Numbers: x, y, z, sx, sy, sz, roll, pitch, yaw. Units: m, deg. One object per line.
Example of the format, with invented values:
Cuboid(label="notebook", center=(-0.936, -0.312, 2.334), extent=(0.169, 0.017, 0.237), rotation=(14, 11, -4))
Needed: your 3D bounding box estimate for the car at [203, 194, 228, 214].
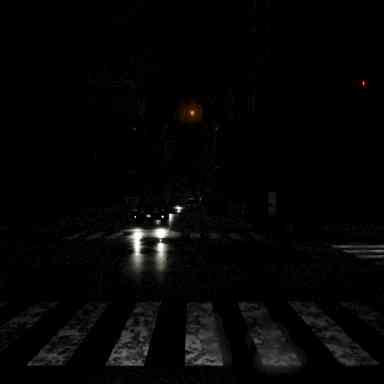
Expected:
Cuboid(label="car", center=(2.678, 1.312, 35.365), extent=(2.192, 1.841, 5.009), rotation=(0, 0, 0))

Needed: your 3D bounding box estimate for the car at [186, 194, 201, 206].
Cuboid(label="car", center=(0.013, 1.542, 55.217), extent=(2.033, 1.411, 5.357), rotation=(0, 0, 0))

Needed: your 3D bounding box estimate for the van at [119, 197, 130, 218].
Cuboid(label="van", center=(-5.431, 1.339, 29.952), extent=(1.690, 1.788, 3.998), rotation=(0, 0, 0))

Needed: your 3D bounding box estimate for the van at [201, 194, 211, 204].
Cuboid(label="van", center=(2.634, 1.334, 62.397), extent=(1.690, 1.788, 3.998), rotation=(0, 0, 0))

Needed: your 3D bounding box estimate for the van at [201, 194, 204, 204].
Cuboid(label="van", center=(2.651, 1.336, 51.584), extent=(1.690, 1.788, 3.998), rotation=(0, 0, 0))

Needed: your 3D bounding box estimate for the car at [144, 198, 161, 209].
Cuboid(label="car", center=(-5.438, 1.541, 46.171), extent=(1.887, 1.381, 4.507), rotation=(0, 0, 0))

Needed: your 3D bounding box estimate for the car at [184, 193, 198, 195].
Cuboid(label="car", center=(-0.047, 1.484, 65.166), extent=(2.128, 1.511, 4.902), rotation=(0, 0, 0))

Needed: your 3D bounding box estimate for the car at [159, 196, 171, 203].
Cuboid(label="car", center=(-5.447, 1.543, 67.795), extent=(2.008, 1.369, 4.403), rotation=(0, 0, 0))

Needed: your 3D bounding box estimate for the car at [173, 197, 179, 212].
Cuboid(label="car", center=(-2.875, 1.545, 36.312), extent=(2.033, 1.411, 5.357), rotation=(0, 0, 0))

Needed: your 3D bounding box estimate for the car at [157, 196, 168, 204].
Cuboid(label="car", center=(-5.445, 1.519, 62.220), extent=(1.752, 1.417, 4.829), rotation=(0, 0, 0))

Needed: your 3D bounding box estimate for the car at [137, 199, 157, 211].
Cuboid(label="car", center=(-5.436, 1.562, 40.764), extent=(1.947, 1.339, 4.313), rotation=(0, 0, 0))

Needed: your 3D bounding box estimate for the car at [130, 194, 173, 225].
Cuboid(label="car", center=(-2.868, 1.220, 24.680), extent=(2.150, 2.045, 5.566), rotation=(0, 0, 0))

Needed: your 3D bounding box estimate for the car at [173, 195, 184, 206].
Cuboid(label="car", center=(-2.831, 1.595, 54.824), extent=(1.895, 1.301, 4.718), rotation=(0, 0, 0))

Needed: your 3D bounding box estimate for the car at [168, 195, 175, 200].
Cuboid(label="car", center=(-5.457, 1.570, 89.421), extent=(1.802, 1.307, 4.206), rotation=(0, 0, 0))

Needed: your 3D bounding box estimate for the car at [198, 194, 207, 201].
Cuboid(label="car", center=(2.599, 1.429, 84.021), extent=(1.967, 1.590, 4.097), rotation=(0, 0, 0))
